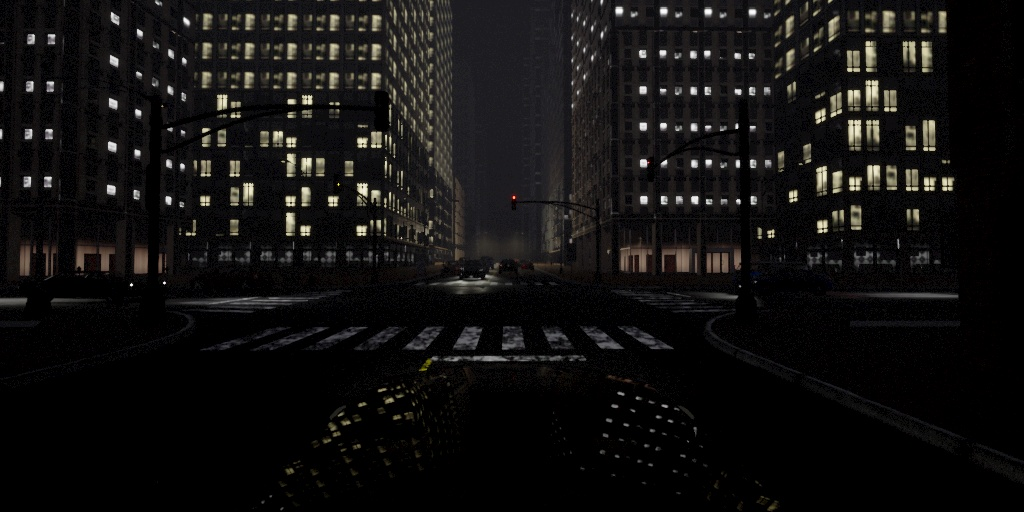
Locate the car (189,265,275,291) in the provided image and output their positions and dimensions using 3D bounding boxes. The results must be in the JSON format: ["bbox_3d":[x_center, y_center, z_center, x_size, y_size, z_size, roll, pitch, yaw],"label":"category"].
[{"bbox_3d":[-16.758,1.255,21.484,4.097,1.591,1.967,0,0,-1],"label":"car"}]

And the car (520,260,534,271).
[{"bbox_3d":[2.064,1.350,48.389,1.802,1.307,4.207,0,0,-1],"label":"car"}]

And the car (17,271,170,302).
[{"bbox_3d":[-18.066,1.301,15.692,4.718,1.301,1.895,0,-1,-1],"label":"car"}]

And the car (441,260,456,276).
[{"bbox_3d":[-6.164,1.203,37.064,1.967,1.591,4.097,0,0,-1],"label":"car"}]

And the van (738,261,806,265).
[{"bbox_3d":[15.714,1.210,21.847,3.998,1.789,1.690,0,0,-1],"label":"van"}]

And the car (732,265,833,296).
[{"bbox_3d":[14.522,1.342,19.251,4.674,1.442,1.812,0,-1,-2],"label":"car"}]

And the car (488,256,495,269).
[{"bbox_3d":[-3.780,0.989,53.315,2.150,2.045,5.566,0,0,-1],"label":"car"}]

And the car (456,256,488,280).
[{"bbox_3d":[-3.446,1.113,31.745,2.097,1.767,4.553,0,0,-2],"label":"car"}]

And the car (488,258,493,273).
[{"bbox_3d":[-3.636,1.257,41.818,2.128,1.511,4.902,0,0,-1],"label":"car"}]

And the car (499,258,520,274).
[{"bbox_3d":[-0.447,1.117,42.345,2.097,1.767,4.553,0,0,-1],"label":"car"}]
